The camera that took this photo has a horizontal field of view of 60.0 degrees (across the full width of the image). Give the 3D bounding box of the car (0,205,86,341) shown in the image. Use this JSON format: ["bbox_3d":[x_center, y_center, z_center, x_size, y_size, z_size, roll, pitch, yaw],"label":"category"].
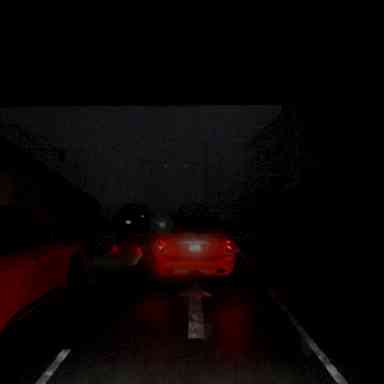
[{"bbox_3d":[-3.410,1.194,5.052,2.150,2.045,5.566,0,0,0],"label":"car"}]

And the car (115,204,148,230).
[{"bbox_3d":[-3.428,1.422,20.166,1.812,1.442,4.674,0,0,0],"label":"car"}]

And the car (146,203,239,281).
[{"bbox_3d":[0.076,1.301,9.804,2.097,1.767,4.553,0,0,0],"label":"car"}]

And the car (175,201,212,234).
[{"bbox_3d":[0.077,1.377,19.496,1.882,1.535,5.008,0,1,0],"label":"car"}]
